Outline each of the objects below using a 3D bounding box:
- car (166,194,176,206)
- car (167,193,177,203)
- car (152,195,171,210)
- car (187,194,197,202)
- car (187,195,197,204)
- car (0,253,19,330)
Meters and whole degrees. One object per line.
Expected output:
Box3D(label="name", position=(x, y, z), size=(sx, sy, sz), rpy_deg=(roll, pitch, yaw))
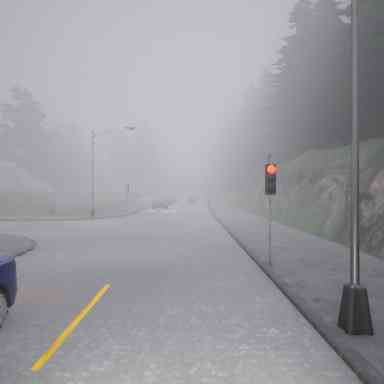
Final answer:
Box3D(label="car", position=(-4.128, 1.478, 53.746), size=(1.882, 1.535, 5.008), rpy_deg=(0, 0, 0))
Box3D(label="car", position=(-4.086, 1.221, 64.426), size=(2.150, 2.045, 5.566), rpy_deg=(0, 0, 0))
Box3D(label="car", position=(-4.115, 1.526, 43.455), size=(1.812, 1.442, 4.674), rpy_deg=(0, 0, 0))
Box3D(label="car", position=(-0.049, 1.355, 73.585), size=(2.097, 1.767, 4.553), rpy_deg=(0, 0, 0))
Box3D(label="car", position=(0.056, 1.478, 63.492), size=(1.882, 1.535, 5.008), rpy_deg=(0, 0, 0))
Box3D(label="car", position=(-4.030, 1.477, 3.830), size=(1.882, 1.535, 5.008), rpy_deg=(0, 0, 1))
